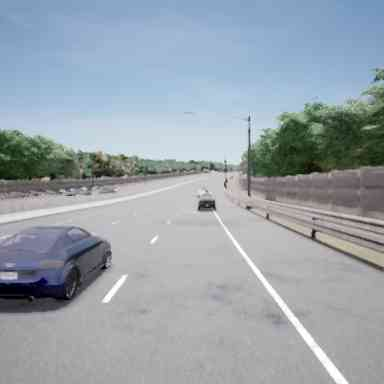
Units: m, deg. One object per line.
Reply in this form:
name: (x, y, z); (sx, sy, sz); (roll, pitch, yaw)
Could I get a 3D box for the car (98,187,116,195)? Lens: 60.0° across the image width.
car: (-15.900, 0.099, 62.476); (2.150, 2.045, 5.566); (0, 2, 3)

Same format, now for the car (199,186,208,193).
car: (2.979, -0.736, 84.918); (1.882, 1.535, 5.008); (0, 3, 4)

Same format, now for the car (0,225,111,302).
car: (-3.367, 1.493, 8.147); (1.994, 1.385, 4.181); (0, 0, 0)

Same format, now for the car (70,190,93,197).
car: (-19.537, 0.462, 60.131); (2.128, 1.511, 4.902); (0, 2, 3)

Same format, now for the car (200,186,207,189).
car: (1.998, 0.157, 69.298); (1.812, 1.442, 4.674); (0, 3, 4)

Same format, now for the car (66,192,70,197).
car: (-22.761, 0.304, 65.293); (2.033, 1.411, 5.357); (0, 2, 3)

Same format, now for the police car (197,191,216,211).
police car: (1.548, 1.036, 35.061); (1.930, 1.638, 5.238); (0, 1, 2)
